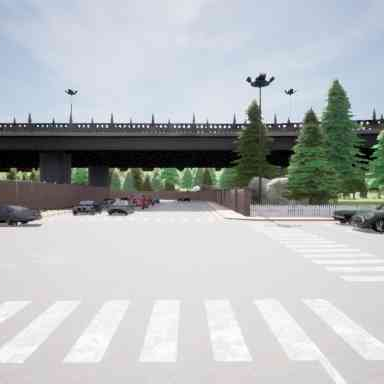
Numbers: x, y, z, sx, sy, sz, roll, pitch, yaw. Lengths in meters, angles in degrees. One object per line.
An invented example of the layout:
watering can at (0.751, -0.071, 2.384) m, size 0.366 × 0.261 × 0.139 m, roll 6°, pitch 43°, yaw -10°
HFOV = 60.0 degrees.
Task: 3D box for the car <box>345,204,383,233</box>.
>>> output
car at (11.484, 1.297, 18.691) m, size 4.553 × 1.767 × 2.097 m, roll 0°, pitch 0°, yaw 2°

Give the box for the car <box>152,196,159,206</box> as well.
car at (-7.038, 1.564, 53.765) m, size 1.994 × 1.385 × 4.181 m, roll 0°, pitch 0°, yaw 0°

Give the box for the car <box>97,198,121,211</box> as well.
car at (-10.538, 1.526, 42.575) m, size 1.812 × 1.442 × 4.674 m, roll 0°, pitch 0°, yaw 0°

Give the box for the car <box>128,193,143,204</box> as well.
car at (-10.681, 1.221, 63.464) m, size 2.150 × 2.045 × 5.566 m, roll 0°, pitch 0°, yaw -3°

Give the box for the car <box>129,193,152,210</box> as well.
car at (-7.039, 1.221, 43.757) m, size 2.150 × 2.045 × 5.566 m, roll 0°, pitch 0°, yaw 0°

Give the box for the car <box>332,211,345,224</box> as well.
car at (11.988, 1.545, 22.199) m, size 4.718 × 1.301 × 1.895 m, roll 0°, pitch 0°, yaw 2°

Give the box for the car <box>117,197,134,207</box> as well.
car at (-10.532, 1.526, 52.756) m, size 1.812 × 1.442 × 4.674 m, roll 0°, pitch 0°, yaw 0°

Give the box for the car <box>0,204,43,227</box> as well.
car at (-12.950, 1.542, 22.367) m, size 5.357 × 1.411 × 2.033 m, roll 0°, pitch 0°, yaw 0°

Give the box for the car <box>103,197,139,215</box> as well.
car at (-7.038, 1.547, 33.583) m, size 2.033 × 1.411 × 5.357 m, roll 0°, pitch 0°, yaw 0°

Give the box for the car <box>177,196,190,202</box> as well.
car at (-1.897, 1.553, 75.220) m, size 1.994 × 1.385 × 4.181 m, roll 0°, pitch 0°, yaw -19°

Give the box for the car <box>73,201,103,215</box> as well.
car at (-10.564, 1.564, 33.860) m, size 1.994 × 1.385 × 4.181 m, roll 0°, pitch 0°, yaw 0°
